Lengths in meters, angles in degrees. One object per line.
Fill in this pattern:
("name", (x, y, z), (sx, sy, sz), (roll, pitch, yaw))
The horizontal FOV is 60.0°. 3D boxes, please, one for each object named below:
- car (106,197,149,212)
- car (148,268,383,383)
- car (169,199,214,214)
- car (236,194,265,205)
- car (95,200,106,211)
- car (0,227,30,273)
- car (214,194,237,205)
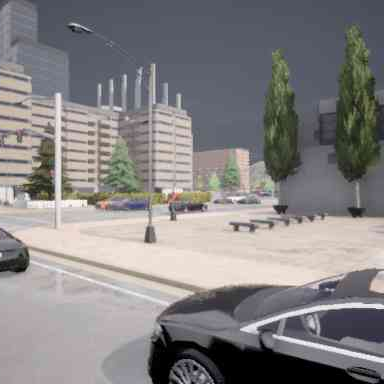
("car", (-7.146, 1.355, 38.379), (2.097, 1.767, 4.553), (0, 0, 41))
("car", (1.733, 1.492, 2.961), (4.902, 1.511, 2.128), (0, 0, 37))
("car", (-0.333, 1.494, 35.245), (2.128, 1.511, 4.902), (0, 0, 41))
("car", (9.912, 1.552, 57.810), (2.033, 1.411, 5.357), (0, 0, 42))
("car", (-9.622, 1.355, 40.861), (2.097, 1.767, 4.553), (0, 0, 41))
("car", (-6.434, 1.565, 9.612), (4.181, 1.385, 1.994), (0, 0, 41))
("car", (5.455, 1.569, 58.067), (1.994, 1.385, 4.181), (0, 0, 42))
